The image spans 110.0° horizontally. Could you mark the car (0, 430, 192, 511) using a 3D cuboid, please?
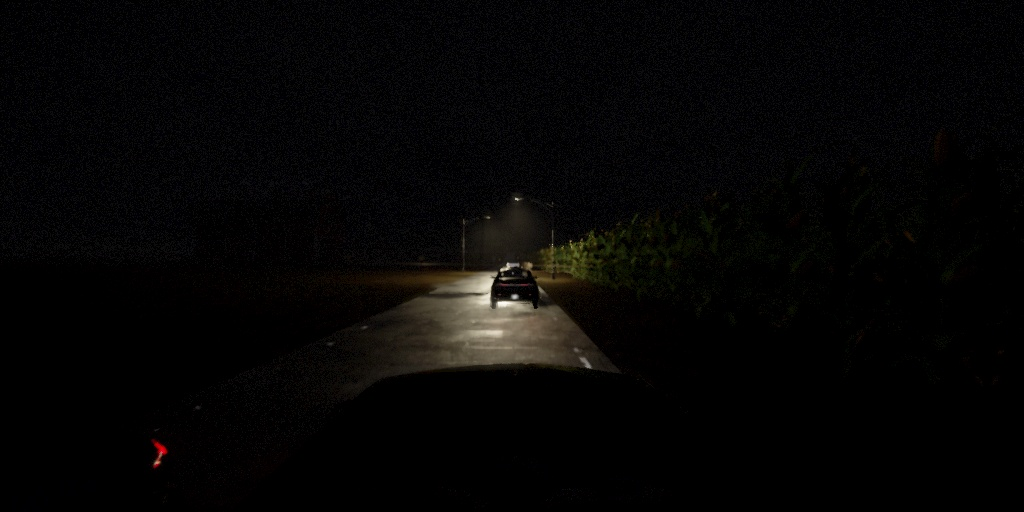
[{"bbox_3d":[-2.837,1.315,0.295,1.994,1.385,4.181,0,0,0],"label":"car"}]

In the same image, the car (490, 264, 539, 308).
[{"bbox_3d":[0.103,1.267,15.355,2.128,1.511,4.902,0,0,0],"label":"car"}]
